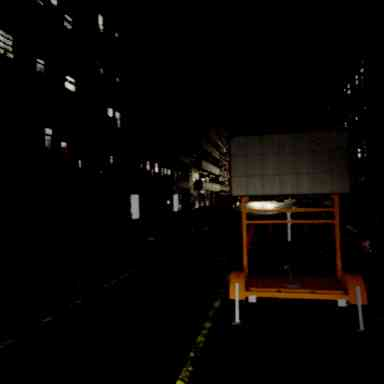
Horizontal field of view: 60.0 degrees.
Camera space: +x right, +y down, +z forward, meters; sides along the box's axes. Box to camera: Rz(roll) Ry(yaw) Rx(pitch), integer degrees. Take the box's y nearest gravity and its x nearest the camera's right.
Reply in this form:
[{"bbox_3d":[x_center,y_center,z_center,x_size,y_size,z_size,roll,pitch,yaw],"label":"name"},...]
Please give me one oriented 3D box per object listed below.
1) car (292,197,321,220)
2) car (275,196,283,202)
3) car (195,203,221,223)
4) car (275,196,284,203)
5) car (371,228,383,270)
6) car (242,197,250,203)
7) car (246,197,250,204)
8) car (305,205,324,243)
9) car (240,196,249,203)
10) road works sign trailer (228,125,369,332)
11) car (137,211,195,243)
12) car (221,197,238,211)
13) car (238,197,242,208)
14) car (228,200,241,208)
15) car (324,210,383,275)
[{"bbox_3d":[9.197,1.348,26.632,2.192,1.841,5.009,-1,-1,13],"label":"car"},{"bbox_3d":[22.718,1.832,87.139,1.887,1.381,4.507,-1,-1,13],"label":"car"},{"bbox_3d":[0.990,1.802,28.293,1.752,1.417,4.829,-1,-1,13],"label":"car"},{"bbox_3d":[20.297,1.769,76.304,1.752,1.417,4.829,-1,-1,13],"label":"car"},{"bbox_3d":[4.288,1.478,4.627,1.887,1.381,4.507,-2,-1,13],"label":"car"},{"bbox_3d":[14.544,2.078,88.968,1.887,1.381,4.507,-1,-1,13],"label":"car"},{"bbox_3d":[12.081,1.803,77.969,2.192,1.841,5.009,-1,-1,13],"label":"car"},{"bbox_3d":[6.745,1.535,15.628,2.008,1.369,4.403,-2,-1,13],"label":"car"},{"bbox_3d":[13.312,1.950,83.468,1.967,1.590,4.097,-1,-1,13],"label":"car"},{"bbox_3d":[2.017,0.485,6.952,2.380,3.560,2.880,-2,-1,13],"label":"road works sign trailer"},{"bbox_3d":[-1.430,1.795,17.456,1.947,1.339,4.313,-2,-1,13],"label":"car"},{"bbox_3d":[4.711,1.789,44.963,1.967,1.590,4.097,-1,-1,13],"label":"car"},{"bbox_3d":[5.937,1.688,50.465,2.192,1.841,5.009,-1,-1,13],"label":"car"},{"bbox_3d":[7.172,1.978,55.963,1.802,1.307,4.206,-1,-1,13],"label":"car"},{"bbox_3d":[5.513,1.399,10.129,1.967,1.590,4.097,-2,-1,13],"label":"car"}]
